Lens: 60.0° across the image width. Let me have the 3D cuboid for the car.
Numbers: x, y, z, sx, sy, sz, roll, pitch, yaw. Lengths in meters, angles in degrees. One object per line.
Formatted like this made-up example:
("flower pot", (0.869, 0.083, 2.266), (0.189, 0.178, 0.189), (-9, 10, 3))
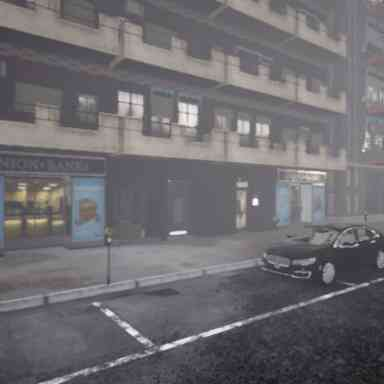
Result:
("car", (3.840, 1.553, 9.285), (4.403, 1.369, 2.008), (0, 0, -35))
